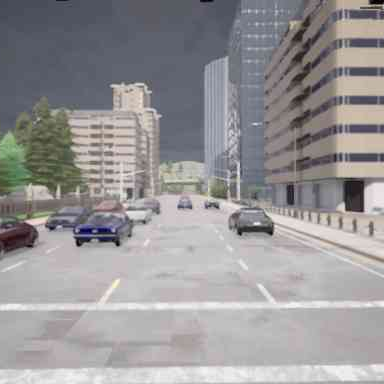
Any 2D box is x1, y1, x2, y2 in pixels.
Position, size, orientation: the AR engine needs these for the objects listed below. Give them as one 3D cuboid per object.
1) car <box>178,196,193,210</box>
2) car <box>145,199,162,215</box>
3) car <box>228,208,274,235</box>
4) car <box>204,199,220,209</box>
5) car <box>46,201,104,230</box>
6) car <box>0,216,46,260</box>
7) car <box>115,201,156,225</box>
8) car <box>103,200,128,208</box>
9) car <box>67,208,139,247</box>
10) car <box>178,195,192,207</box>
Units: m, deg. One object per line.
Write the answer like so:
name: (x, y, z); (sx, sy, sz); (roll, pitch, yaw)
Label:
car: (-0.901, 1.578, 43.977); (1.994, 1.385, 4.181); (0, 0, -1)
car: (-4.204, 1.520, 34.585); (1.837, 1.490, 4.892); (0, 0, -1)
car: (3.244, 1.566, 18.817); (1.994, 1.385, 4.181); (0, 0, -1)
car: (2.599, 1.612, 44.680); (1.895, 1.301, 4.718); (0, 0, -1)
car: (-7.501, 1.562, 21.351); (2.033, 1.411, 5.357); (0, 0, -1)
car: (-7.307, 1.576, 12.112); (1.994, 1.385, 4.181); (0, 0, -1)
car: (-4.056, 1.613, 24.489); (1.895, 1.301, 4.718); (0, 0, -1)
car: (-7.665, 1.496, 31.082); (1.882, 1.535, 5.008); (0, 0, -1)
car: (-3.875, 1.610, 15.326); (1.895, 1.301, 4.718); (0, 0, -1)
car: (-1.082, 1.369, 52.316); (2.097, 1.767, 4.553); (0, 0, -1)
